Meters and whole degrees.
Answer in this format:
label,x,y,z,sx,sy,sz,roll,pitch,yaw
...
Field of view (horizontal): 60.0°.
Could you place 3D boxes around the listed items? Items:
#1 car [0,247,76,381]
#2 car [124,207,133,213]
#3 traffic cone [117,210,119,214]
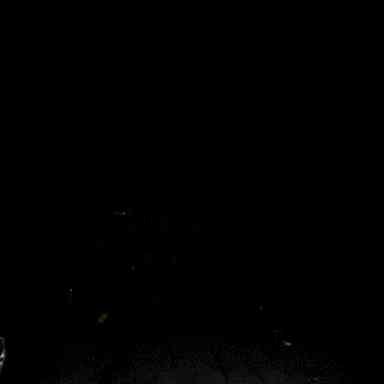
label,x,y,z,sx,sy,sz,roll,pitch,yaw
car,-3.265,1.580,4.983,1.994,1.385,4.181,0,0,-2
car,-15.685,4.386,81.535,1.812,1.442,4.674,0,-3,-7
traffic cone,-9.152,2.784,42.978,0.340,0.580,0.340,0,-2,-13
